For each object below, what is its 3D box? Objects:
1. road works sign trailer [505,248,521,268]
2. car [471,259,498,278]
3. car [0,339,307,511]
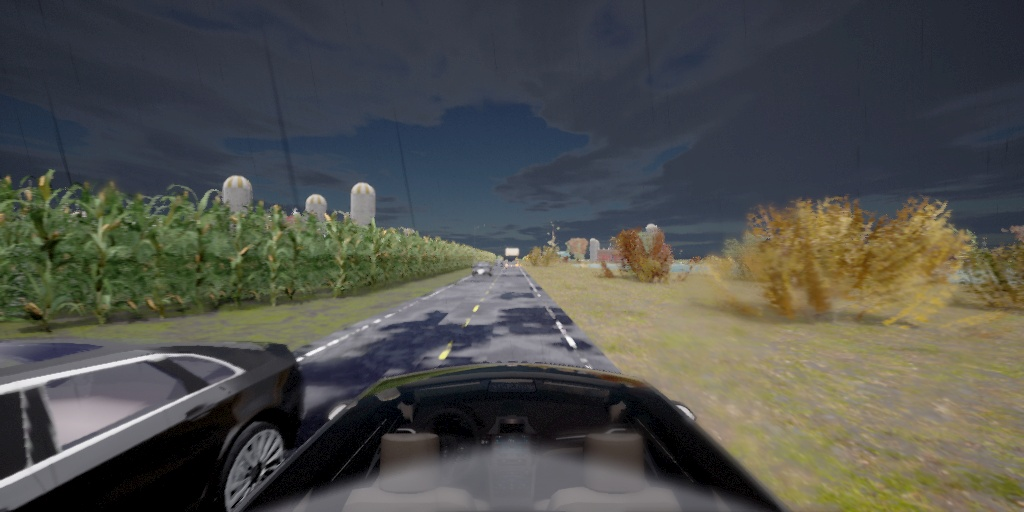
[{"bbox_3d":[0.020,0.323,62.156,2.380,3.560,2.880,0,0,0],"label":"road works sign trailer"},{"bbox_3d":[-2.830,1.279,35.080,2.128,1.511,4.902,0,0,0],"label":"car"},{"bbox_3d":[-2.832,1.242,1.328,2.128,1.511,4.902,0,0,0],"label":"car"}]
